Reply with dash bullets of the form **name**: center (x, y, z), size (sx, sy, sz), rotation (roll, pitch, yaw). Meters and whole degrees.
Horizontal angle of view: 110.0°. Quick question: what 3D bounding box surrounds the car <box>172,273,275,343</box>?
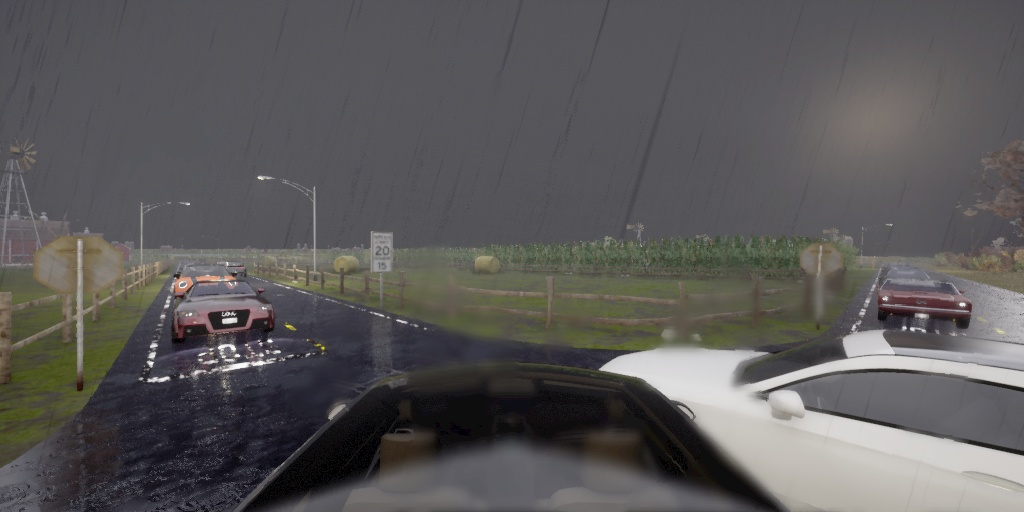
- **car**: center (-8.091, 1.362, 9.987), size (1.994, 1.385, 4.181), rotation (0, 0, -43)

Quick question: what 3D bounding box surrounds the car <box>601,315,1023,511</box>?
- **car**: center (2.805, 1.293, 2.569), size (1.812, 1.442, 4.674), rotation (0, 1, -45)

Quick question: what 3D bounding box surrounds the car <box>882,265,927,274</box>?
- **car**: center (20.317, 1.369, 18.468), size (5.357, 1.411, 2.033), rotation (0, 1, -44)

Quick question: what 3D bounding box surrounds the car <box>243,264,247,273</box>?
- **car**: center (-27.529, 1.314, 35.401), size (2.128, 1.511, 4.902), rotation (0, 0, -42)

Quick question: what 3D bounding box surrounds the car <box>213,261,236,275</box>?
- **car**: center (-34.365, 1.343, 42.753), size (1.837, 1.490, 4.892), rotation (0, 0, -42)

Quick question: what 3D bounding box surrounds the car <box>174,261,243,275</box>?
- **car**: center (-13.967, 1.154, 16.380), size (2.097, 1.767, 4.553), rotation (0, 0, -43)

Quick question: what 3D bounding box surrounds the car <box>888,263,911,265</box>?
- **car**: center (26.973, 1.410, 24.828), size (4.181, 1.385, 1.994), rotation (0, 1, -44)

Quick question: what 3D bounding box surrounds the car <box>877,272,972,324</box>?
- **car**: center (13.342, 1.401, 11.796), size (4.718, 1.301, 1.895), rotation (0, 1, -44)
